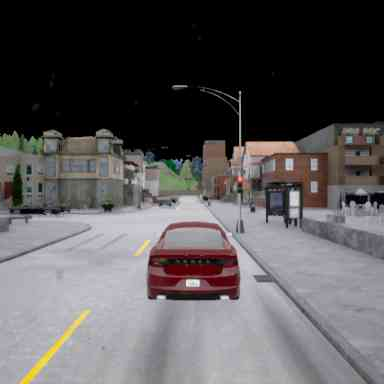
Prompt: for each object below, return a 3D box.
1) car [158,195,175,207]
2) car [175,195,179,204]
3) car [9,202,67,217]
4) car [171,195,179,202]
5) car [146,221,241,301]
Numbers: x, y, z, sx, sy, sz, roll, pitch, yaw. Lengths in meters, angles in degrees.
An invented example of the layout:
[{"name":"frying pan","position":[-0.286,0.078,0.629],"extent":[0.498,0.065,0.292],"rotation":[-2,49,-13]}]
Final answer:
[{"name":"car","position":[-4.108,1.499,51.988],"extent":[1.837,1.490,4.892],"rotation":[0,0,0]},{"name":"car","position":[-4.042,1.594,64.906],"extent":[1.895,1.301,4.718],"rotation":[0,0,1]},{"name":"car","position":[-14.314,1.597,30.941],"extent":[4.718,1.301,1.895],"rotation":[0,0,3]},{"name":"car","position":[-4.012,1.479,79.161],"extent":[1.837,1.490,4.892],"rotation":[0,0,0]},{"name":"car","position":[0.049,1.477,8.416],"extent":[1.882,1.535,5.008],"rotation":[0,0,1]}]
